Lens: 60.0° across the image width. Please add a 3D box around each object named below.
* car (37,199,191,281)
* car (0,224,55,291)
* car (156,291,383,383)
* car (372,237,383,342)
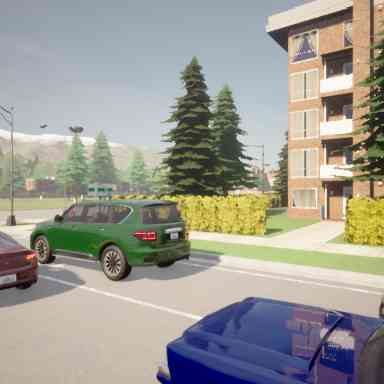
[{"bbox_3d":[-2.628,1.221,10.103,5.566,2.045,2.150,0,0,36],"label":"car"},{"bbox_3d":[-5.432,1.526,7.810,4.674,1.442,1.812,0,0,36],"label":"car"},{"bbox_3d":[2.008,1.601,2.564,4.718,1.301,1.895,0,0,35],"label":"car"},{"bbox_3d":[5.044,1.564,4.698,4.181,1.385,1.994,0,0,35],"label":"car"}]
